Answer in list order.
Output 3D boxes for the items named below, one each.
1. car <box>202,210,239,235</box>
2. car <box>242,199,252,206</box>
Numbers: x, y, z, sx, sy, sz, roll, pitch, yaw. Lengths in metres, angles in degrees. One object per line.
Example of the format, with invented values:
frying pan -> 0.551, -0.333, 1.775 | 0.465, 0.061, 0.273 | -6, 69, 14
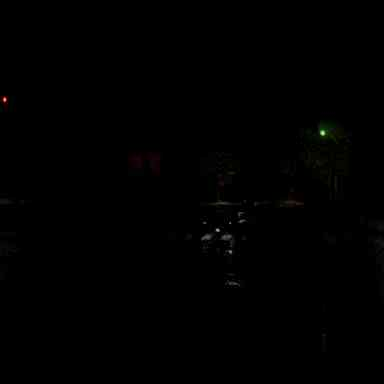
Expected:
car -> 1.845, 1.837, 20.705 | 1.895, 1.301, 4.718 | 0, 0, 11
car -> 11.549, 2.111, 69.448 | 1.994, 1.385, 4.181 | 0, 0, 11
